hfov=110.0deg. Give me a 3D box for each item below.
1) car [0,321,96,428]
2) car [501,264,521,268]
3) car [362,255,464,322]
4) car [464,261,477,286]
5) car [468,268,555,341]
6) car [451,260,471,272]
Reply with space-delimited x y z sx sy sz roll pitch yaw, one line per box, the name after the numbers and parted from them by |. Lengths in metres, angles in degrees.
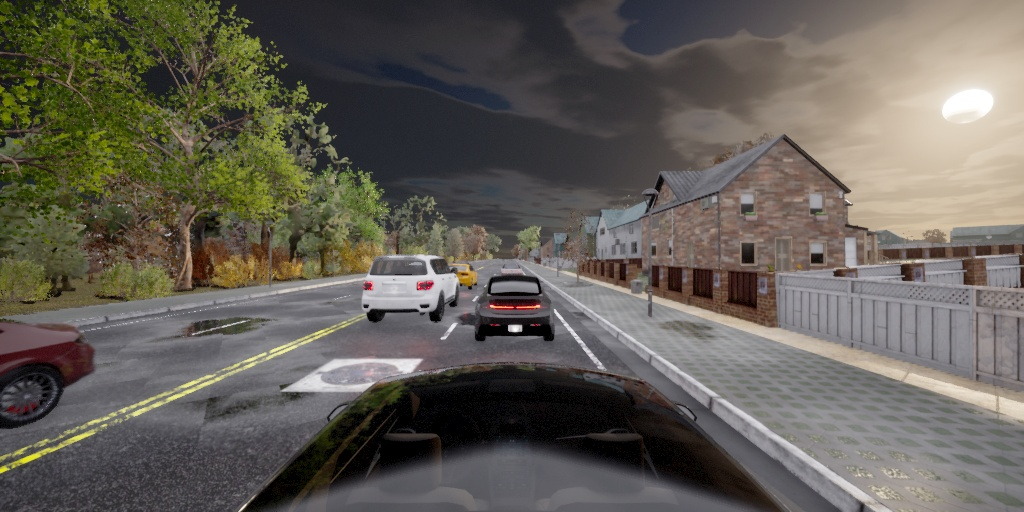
-6.603 1.276 2.955 1.812 1.442 4.674 0 0 0 | car
-0.086 1.366 33.244 1.895 1.301 4.718 0 0 -2 | car
-3.210 0.976 12.412 2.150 2.045 5.566 0 0 0 | car
-3.308 1.237 22.829 1.882 1.535 5.008 0 0 0 | car
0.052 1.258 9.869 1.837 1.490 4.892 0 0 0 | car
-6.849 1.328 48.858 2.033 1.411 5.357 0 0 0 | car
